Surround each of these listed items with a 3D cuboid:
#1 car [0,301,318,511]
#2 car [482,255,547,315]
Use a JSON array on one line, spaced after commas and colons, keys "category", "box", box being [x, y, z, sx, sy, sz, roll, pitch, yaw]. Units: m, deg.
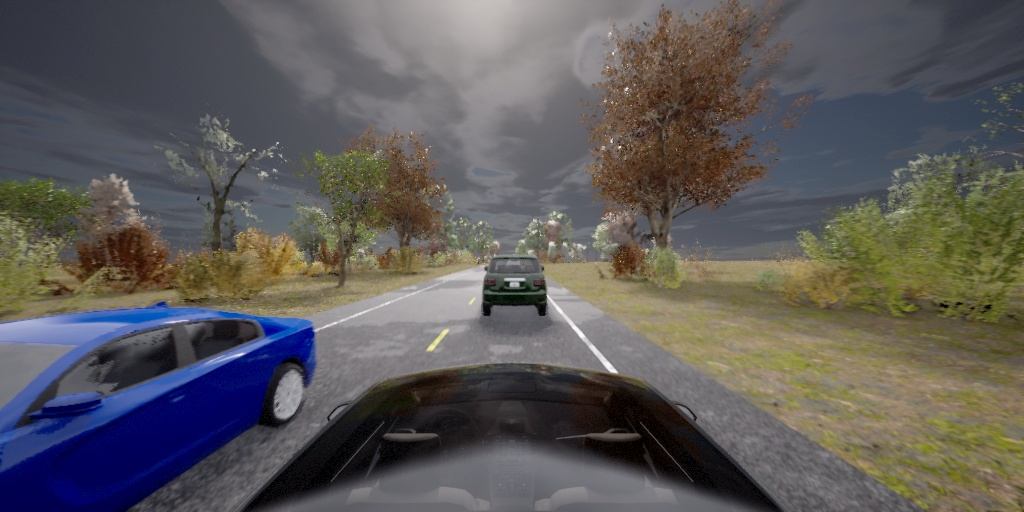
[{"category": "car", "box": [-3.589, 1.227, 2.835, 1.882, 1.535, 5.008, 0, 0, 0]}, {"category": "car", "box": [0.092, 0.967, 13.700, 2.150, 2.045, 5.566, 0, 0, 0]}]
